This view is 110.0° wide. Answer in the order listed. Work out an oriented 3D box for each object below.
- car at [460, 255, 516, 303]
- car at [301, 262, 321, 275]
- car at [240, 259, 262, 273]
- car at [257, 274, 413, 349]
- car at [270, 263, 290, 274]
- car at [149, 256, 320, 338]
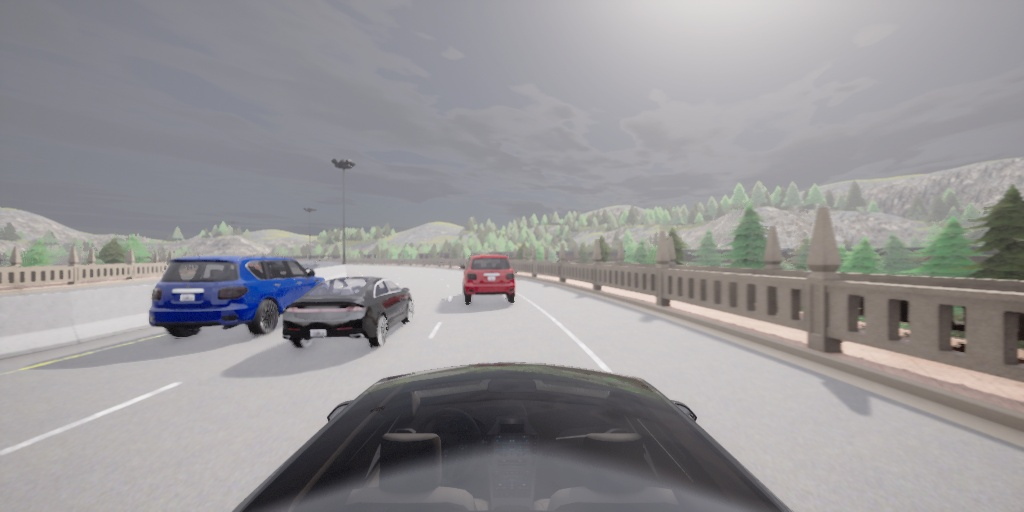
[{"bbox_3d":[-1.196,0.983,16.891,2.150,2.045,5.566,0,0,-8],"label":"car"},{"bbox_3d":[-24.697,1.472,44.117,1.994,1.385,4.181,0,0,-27],"label":"car"},{"bbox_3d":[-35.205,1.321,48.412,2.097,1.767,4.553,0,0,-32],"label":"car"},{"bbox_3d":[-3.867,1.266,9.282,2.128,1.511,4.902,0,0,-4],"label":"car"},{"bbox_3d":[-29.721,1.537,46.101,1.895,1.301,4.718,0,0,-30],"label":"car"},{"bbox_3d":[-7.453,1.018,10.628,2.150,2.045,5.566,0,0,-5],"label":"car"}]
